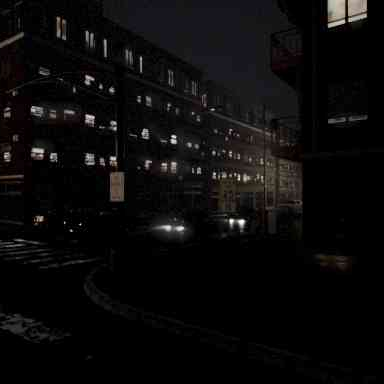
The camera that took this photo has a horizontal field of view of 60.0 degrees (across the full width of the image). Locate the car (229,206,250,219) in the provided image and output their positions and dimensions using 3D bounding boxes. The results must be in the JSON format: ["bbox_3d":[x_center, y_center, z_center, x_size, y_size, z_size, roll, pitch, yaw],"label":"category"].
[{"bbox_3d":[5.622,2.199,36.112,1.994,1.385,4.181,0,-1,34],"label":"car"}]

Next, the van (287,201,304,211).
[{"bbox_3d":[18.357,2.463,58.868,1.690,1.788,3.998,-1,-2,35],"label":"van"}]

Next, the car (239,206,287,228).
[{"bbox_3d":[5.694,2.048,26.179,1.802,1.307,4.206,-2,-2,35],"label":"car"}]

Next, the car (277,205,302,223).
[{"bbox_3d":[8.951,2.121,30.839,2.008,1.369,4.403,-2,-2,35],"label":"car"}]

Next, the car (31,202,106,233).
[{"bbox_3d":[-7.697,1.604,21.603,2.192,1.841,5.009,-1,-2,35],"label":"car"}]

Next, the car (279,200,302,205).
[{"bbox_3d":[14.051,2.129,48.007,2.150,2.045,5.566,0,-2,35],"label":"car"}]

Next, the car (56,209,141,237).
[{"bbox_3d":[-5.435,1.884,20.320,1.895,1.301,4.718,0,-1,36],"label":"car"}]

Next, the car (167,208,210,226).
[{"bbox_3d":[-0.195,2.013,27.792,1.994,1.385,4.181,0,-1,34],"label":"car"}]
